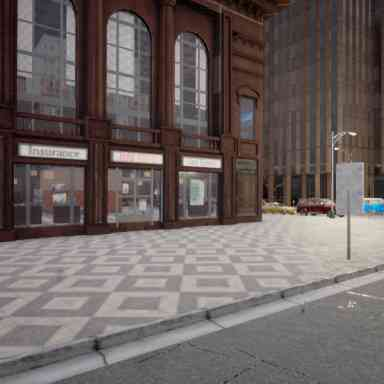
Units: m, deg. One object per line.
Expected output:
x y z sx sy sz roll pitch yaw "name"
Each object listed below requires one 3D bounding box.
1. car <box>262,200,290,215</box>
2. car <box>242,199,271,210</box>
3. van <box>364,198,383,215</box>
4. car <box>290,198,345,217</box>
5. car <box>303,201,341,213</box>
9.508 1.799 37.109 1.752 1.417 4.829 0 0 -35 "car"
9.886 1.892 51.361 1.967 1.590 4.097 -1 0 -35 "car"
19.611 1.589 37.576 1.690 1.788 3.998 -1 0 -35 "van"
12.649 1.522 32.654 2.192 1.841 5.009 0 0 -35 "car"
16.372 1.898 42.170 1.802 1.307 4.206 -1 0 -35 "car"
